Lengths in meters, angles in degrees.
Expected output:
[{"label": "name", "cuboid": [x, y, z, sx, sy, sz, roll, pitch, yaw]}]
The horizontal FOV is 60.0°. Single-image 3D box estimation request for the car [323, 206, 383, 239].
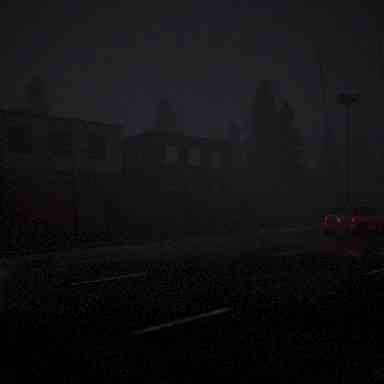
[{"label": "car", "cuboid": [9.671, 1.587, 19.242, 4.553, 1.767, 2.097, 1, -1, -35]}]
